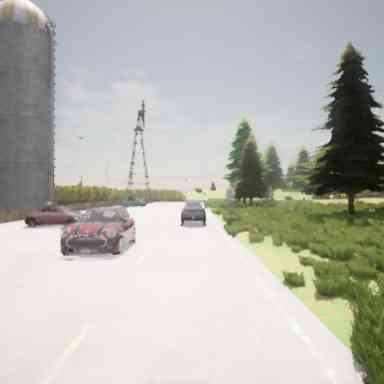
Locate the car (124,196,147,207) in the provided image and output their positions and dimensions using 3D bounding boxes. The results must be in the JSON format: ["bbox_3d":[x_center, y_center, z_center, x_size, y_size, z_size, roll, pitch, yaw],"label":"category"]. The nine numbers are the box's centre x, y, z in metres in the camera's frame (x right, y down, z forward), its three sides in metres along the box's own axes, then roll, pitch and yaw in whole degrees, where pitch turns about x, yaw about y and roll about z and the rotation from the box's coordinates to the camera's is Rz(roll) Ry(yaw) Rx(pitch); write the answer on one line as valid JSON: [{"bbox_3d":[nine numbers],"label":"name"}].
[{"bbox_3d":[-9.535,1.746,55.666,3.988,1.617,1.851,0,0,-1],"label":"car"}]

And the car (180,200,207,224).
[{"bbox_3d":[0.102,1.613,25.502,2.128,1.511,4.902,0,0,0],"label":"car"}]

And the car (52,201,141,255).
[{"bbox_3d":[-3.595,1.416,13.481,2.097,1.767,4.553,0,0,0],"label":"car"}]

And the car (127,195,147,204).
[{"bbox_3d":[-11.889,1.700,72.513,3.866,1.878,1.905,0,0,-31],"label":"car"}]

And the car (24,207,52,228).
[{"bbox_3d":[-9.055,1.658,22.657,4.181,1.381,1.994,0,0,-1],"label":"car"}]
